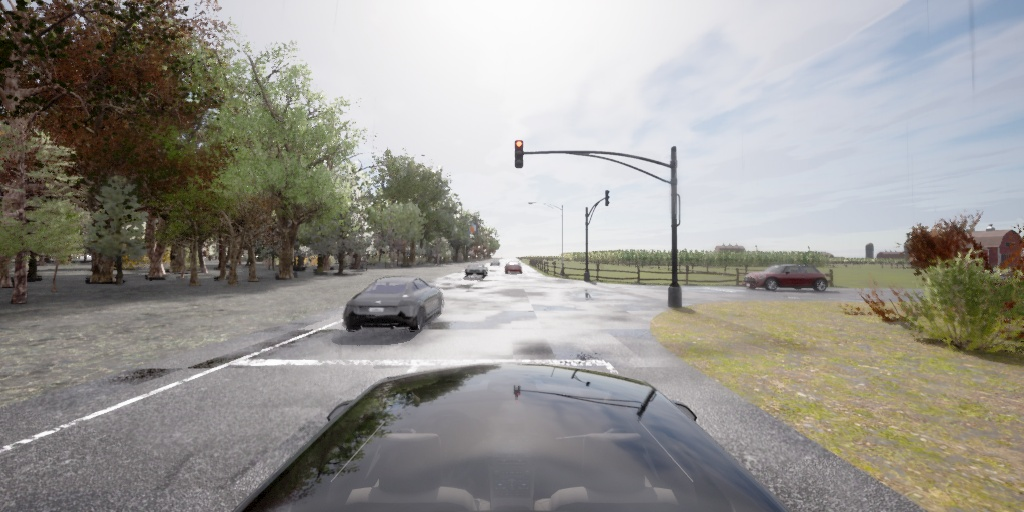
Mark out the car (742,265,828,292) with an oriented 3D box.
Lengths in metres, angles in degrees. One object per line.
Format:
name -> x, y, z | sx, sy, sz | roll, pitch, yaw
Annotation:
car -> 17.760, 1.351, 23.496 | 4.553, 1.767, 2.097 | 1, -1, 1

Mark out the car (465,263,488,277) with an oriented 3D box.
car -> -3.364, 1.356, 34.636 | 1.895, 1.301, 4.718 | 0, 0, 0

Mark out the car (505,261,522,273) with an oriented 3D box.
car -> 0.180, 1.318, 43.684 | 1.994, 1.385, 4.181 | 0, 0, 0

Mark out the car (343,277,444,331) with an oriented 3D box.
car -> -3.390, 1.317, 10.976 | 1.994, 1.385, 4.181 | 0, 0, 0

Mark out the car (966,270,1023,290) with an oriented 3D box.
car -> 30.494, 1.640, 23.387 | 4.892, 1.490, 1.837 | 0, -1, 0
